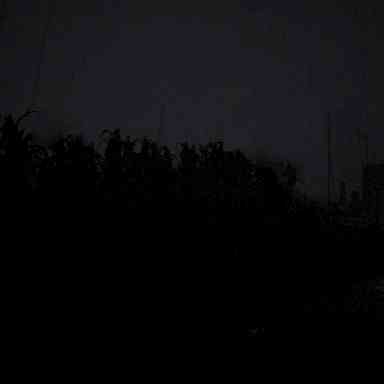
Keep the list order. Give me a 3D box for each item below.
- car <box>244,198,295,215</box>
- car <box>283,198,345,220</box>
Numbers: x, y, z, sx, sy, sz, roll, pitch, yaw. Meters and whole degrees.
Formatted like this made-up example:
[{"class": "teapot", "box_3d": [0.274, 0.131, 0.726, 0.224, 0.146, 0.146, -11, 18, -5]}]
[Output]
[{"class": "car", "box_3d": [7.786, 1.383, 33.829, 1.882, 1.535, 5.008, 0, 0, -36]}, {"class": "car", "box_3d": [9.615, 1.295, 26.208, 2.097, 1.767, 4.553, 0, 0, -36]}]
